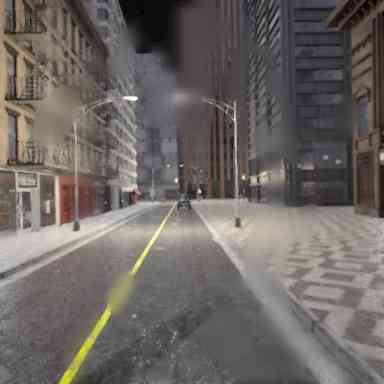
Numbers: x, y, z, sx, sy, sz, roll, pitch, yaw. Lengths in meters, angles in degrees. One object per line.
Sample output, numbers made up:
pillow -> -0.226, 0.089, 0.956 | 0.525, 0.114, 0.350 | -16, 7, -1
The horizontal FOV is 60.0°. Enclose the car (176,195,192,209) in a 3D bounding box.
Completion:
car -> -1.105, 1.559, 45.975 | 1.837, 1.490, 4.892 | -1, 0, -2

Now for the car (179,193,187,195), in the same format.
car -> -1.744, 1.291, 65.845 | 2.150, 2.045, 5.566 | -1, 0, -1
